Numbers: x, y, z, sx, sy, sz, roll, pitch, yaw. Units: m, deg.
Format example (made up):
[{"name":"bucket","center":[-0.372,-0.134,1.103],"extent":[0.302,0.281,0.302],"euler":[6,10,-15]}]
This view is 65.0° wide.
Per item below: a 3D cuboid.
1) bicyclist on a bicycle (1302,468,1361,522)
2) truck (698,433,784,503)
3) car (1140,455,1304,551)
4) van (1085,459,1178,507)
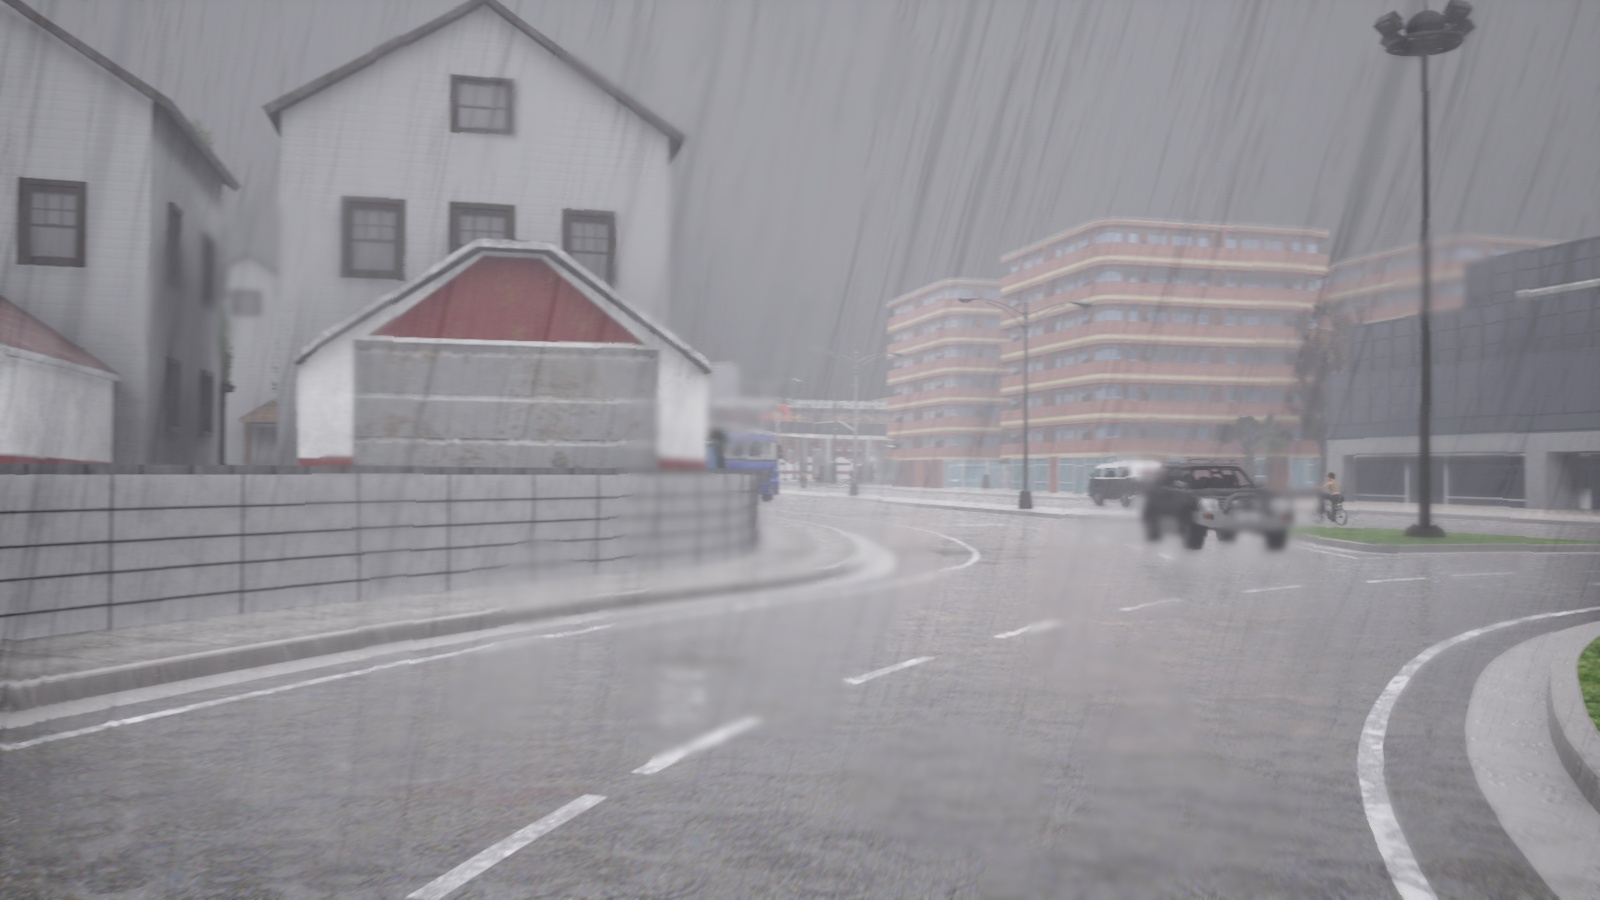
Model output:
[{"name":"bicyclist on a bicycle","center":[16.174,1.363,38.235],"extent":[0.866,1.612,1.509],"euler":[1,-1,-17]},{"name":"truck","center":[-3.222,0.943,65.716],"extent":[2.891,3.462,7.936],"euler":[0,-1,-15]},{"name":"car","center":[8.772,1.060,26.556],"extent":[1.932,1.855,4.605],"euler":[0,-1,0]},{"name":"van","center":[14.809,1.457,56.355],"extent":[2.069,2.038,4.480],"euler":[0,-1,-15]}]
